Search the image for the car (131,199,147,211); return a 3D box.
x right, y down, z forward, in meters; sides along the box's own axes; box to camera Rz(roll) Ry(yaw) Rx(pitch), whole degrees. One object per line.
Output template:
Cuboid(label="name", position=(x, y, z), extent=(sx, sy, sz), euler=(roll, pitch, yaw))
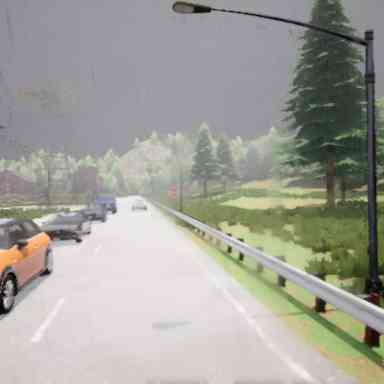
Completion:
Cuboid(label="car", position=(-6.697, 1.610, 42.325), extent=(1.812, 1.442, 4.674), euler=(-1, 0, -9))

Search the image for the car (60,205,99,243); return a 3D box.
Cuboid(label="car", position=(-6.260, 1.657, 16.932), extent=(2.033, 1.411, 5.357), euler=(-1, 0, -9))

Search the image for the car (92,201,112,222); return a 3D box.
Cuboid(label="car", position=(-7.876, 1.692, 26.754), extent=(1.994, 1.385, 4.181), euler=(-1, 0, -10))

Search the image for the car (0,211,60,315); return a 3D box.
Cuboid(label="car", position=(-4.715, 1.443, 7.535), extent=(2.097, 1.767, 4.553), euler=(-1, 0, -9))

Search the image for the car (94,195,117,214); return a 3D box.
Cuboid(label="car", position=(-9.538, 1.369, 37.039), extent=(2.150, 2.045, 5.566), euler=(-1, 0, -9))
